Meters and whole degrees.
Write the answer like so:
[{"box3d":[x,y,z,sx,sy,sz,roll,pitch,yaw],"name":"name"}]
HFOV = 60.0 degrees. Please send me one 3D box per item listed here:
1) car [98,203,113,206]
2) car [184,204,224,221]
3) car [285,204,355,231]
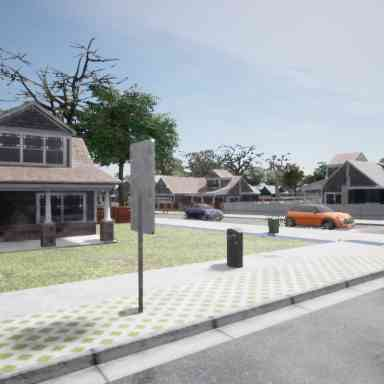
[{"box3d":[-15.760,2.723,59.850,2.097,1.767,4.553,0,-1,-41],"name":"car"},{"box3d":[1.151,2.005,33.486,2.097,1.767,4.553,0,-1,-35],"name":"car"},{"box3d":[8.740,1.669,23.044,2.097,1.767,4.553,0,-1,-36],"name":"car"}]
